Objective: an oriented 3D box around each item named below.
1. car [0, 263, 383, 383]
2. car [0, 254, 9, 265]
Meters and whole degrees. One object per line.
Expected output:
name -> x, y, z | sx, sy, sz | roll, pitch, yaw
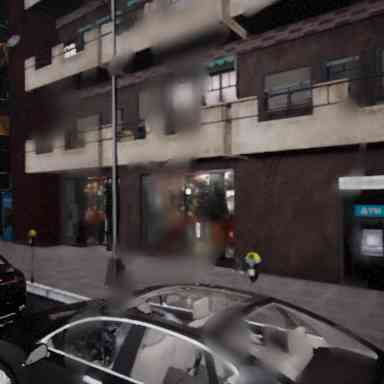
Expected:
car -> -0.247, 1.570, 3.055 | 4.403, 1.369, 2.008 | -1, -1, 36
car -> -4.871, 1.630, 6.358 | 4.403, 1.369, 2.008 | -1, -1, 36
